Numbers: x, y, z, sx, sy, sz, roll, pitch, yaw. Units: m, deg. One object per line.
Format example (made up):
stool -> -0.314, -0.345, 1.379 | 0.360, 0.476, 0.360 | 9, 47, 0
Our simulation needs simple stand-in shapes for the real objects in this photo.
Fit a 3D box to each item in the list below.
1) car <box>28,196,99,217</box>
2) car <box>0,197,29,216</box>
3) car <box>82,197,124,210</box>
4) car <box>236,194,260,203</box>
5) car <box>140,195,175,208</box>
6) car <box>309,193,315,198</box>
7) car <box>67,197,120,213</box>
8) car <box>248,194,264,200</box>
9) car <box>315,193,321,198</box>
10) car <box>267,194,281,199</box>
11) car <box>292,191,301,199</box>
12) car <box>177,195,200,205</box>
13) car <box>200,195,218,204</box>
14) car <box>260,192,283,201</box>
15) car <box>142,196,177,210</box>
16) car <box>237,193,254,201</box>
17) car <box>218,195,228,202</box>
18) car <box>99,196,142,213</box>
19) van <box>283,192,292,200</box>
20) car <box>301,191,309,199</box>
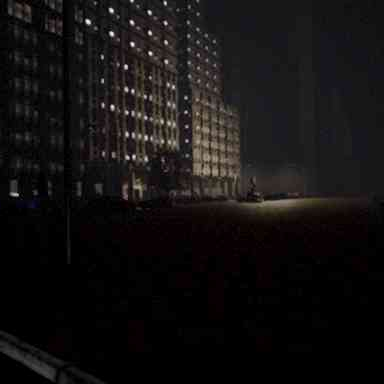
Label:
car -> -10.239, 1.234, 26.911 | 1.752, 1.417, 4.829 | -1, -1, 35
car -> -16.285, 1.406, 27.705 | 2.033, 1.411, 5.357 | -2, -1, 35
car -> -10.704, 1.381, 40.305 | 1.752, 1.417, 4.829 | -1, -1, 35
car -> 8.886, 1.074, 54.424 | 1.752, 1.417, 4.829 | -1, -1, 35
car -> -4.562, 1.262, 44.558 | 1.837, 1.490, 4.892 | -2, -1, 35
car -> 28.014, 0.976, 81.728 | 1.947, 1.339, 4.313 | -1, -1, 35
car -> -10.521, 1.355, 36.000 | 2.033, 1.411, 5.357 | -2, -1, 35
car -> 14.924, 1.204, 77.201 | 1.887, 1.381, 4.507 | -1, -1, 35
car -> 31.296, 0.914, 86.455 | 1.752, 1.417, 4.829 | -1, -1, 35
car -> 21.307, 1.160, 86.389 | 1.887, 1.381, 4.507 | -1, -1, 35
car -> 21.580, 0.896, 72.597 | 1.967, 1.590, 4.097 | -1, -1, 35
car -> -1.035, 1.217, 54.229 | 1.967, 1.590, 4.097 | -1, -1, 35
car -> 2.158, 1.297, 58.822 | 1.887, 1.381, 4.507 | -1, -1, 35
car -> 15.165, 0.942, 63.454 | 1.967, 1.590, 4.097 | -1, -1, 35
car -> -3.963, 1.235, 35.945 | 1.802, 1.307, 4.206 | -1, -1, 35
car -> 11.730, 1.122, 72.607 | 1.967, 1.590, 4.097 | -1, -1, 35
car -> 5.350, 1.279, 63.417 | 2.008, 1.369, 4.403 | -1, -1, 35
car -> -7.151, 1.121, 31.359 | 1.967, 1.590, 4.097 | -1, -1, 35
van -> 18.377, 0.820, 68.022 | 1.690, 1.788, 3.998 | -1, -1, 35
car -> 24.786, 0.748, 77.169 | 2.192, 1.841, 5.009 | -1, -1, 35
